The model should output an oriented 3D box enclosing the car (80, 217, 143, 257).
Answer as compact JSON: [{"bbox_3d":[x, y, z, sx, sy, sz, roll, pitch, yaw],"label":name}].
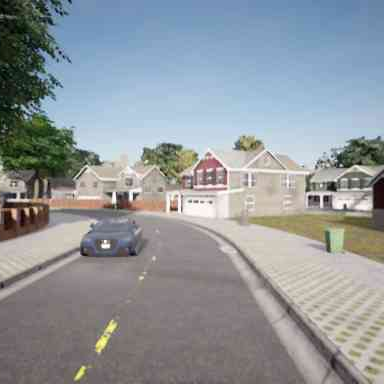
[{"bbox_3d":[-3.109,1.718,13.587,1.994,1.385,4.181,0,-1,-3],"label":"car"}]
